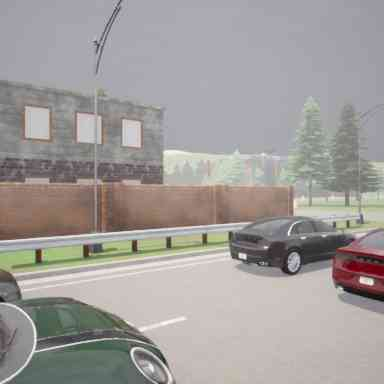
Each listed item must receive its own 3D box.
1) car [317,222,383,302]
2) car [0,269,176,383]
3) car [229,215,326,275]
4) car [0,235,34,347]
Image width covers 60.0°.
[{"bbox_3d":[5.224,1.478,7.524,5.008,1.535,1.882,0,0,-35],"label":"car"},{"bbox_3d":[-2.289,1.352,2.114,4.553,1.767,2.097,0,0,-35],"label":"car"},{"bbox_3d":[3.366,1.505,10.495,4.892,1.490,1.837,0,0,-35],"label":"car"},{"bbox_3d":[-4.706,1.564,4.687,4.181,1.385,1.994,0,0,-36],"label":"car"}]
